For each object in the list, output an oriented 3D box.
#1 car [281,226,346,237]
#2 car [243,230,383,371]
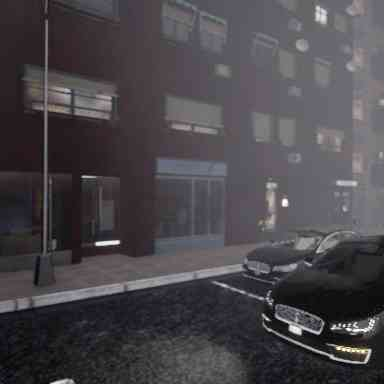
[{"bbox_3d":[3.286,1.639,8.911,4.403,1.369,2.008,1,-1,-36],"label":"car"},{"bbox_3d":[3.323,1.573,5.751,4.892,1.490,1.837,1,0,-36],"label":"car"}]
